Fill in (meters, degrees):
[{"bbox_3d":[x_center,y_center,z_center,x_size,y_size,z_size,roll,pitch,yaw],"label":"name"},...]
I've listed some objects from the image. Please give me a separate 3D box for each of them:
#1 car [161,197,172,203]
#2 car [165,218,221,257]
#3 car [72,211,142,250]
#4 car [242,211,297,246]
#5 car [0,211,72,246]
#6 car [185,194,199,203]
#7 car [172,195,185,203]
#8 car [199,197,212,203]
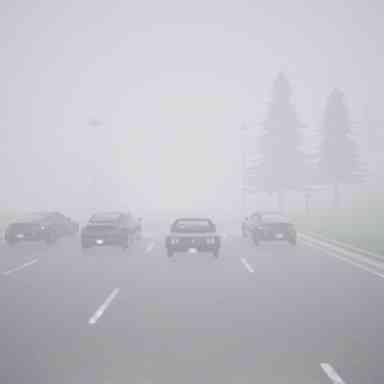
[{"bbox_3d":[-7.047,2.009,87.140,1.837,1.490,4.892,0,0,2],"label":"car"},{"bbox_3d":[0.050,1.680,13.362,1.895,1.301,4.718,0,0,0],"label":"car"},{"bbox_3d":[-3.441,1.595,14.858,1.837,1.490,4.892,0,0,0],"label":"car"},{"bbox_3d":[3.562,1.619,15.798,1.812,1.442,4.674,0,0,0],"label":"car"},{"bbox_3d":[-6.938,1.619,15.789,1.812,1.442,4.674,0,0,0],"label":"car"},{"bbox_3d":[-0.064,2.028,86.065,2.128,1.511,4.902,0,0,2],"label":"car"},{"bbox_3d":[-3.546,2.106,87.265,1.895,1.301,4.718,0,0,2],"label":"car"},{"bbox_3d":[3.436,1.980,86.068,1.882,1.535,5.008,0,0,2],"label":"car"}]
